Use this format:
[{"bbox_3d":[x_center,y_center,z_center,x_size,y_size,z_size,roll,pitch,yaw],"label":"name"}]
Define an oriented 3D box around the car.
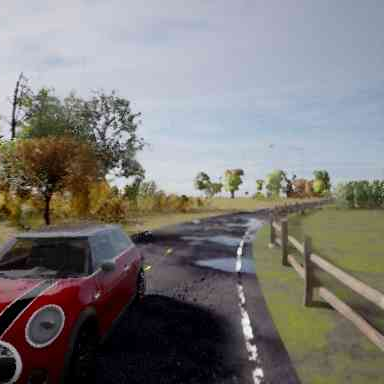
[{"bbox_3d":[-2.171,1.385,5.359,2.097,1.767,4.553,0,0,4],"label":"car"}]
